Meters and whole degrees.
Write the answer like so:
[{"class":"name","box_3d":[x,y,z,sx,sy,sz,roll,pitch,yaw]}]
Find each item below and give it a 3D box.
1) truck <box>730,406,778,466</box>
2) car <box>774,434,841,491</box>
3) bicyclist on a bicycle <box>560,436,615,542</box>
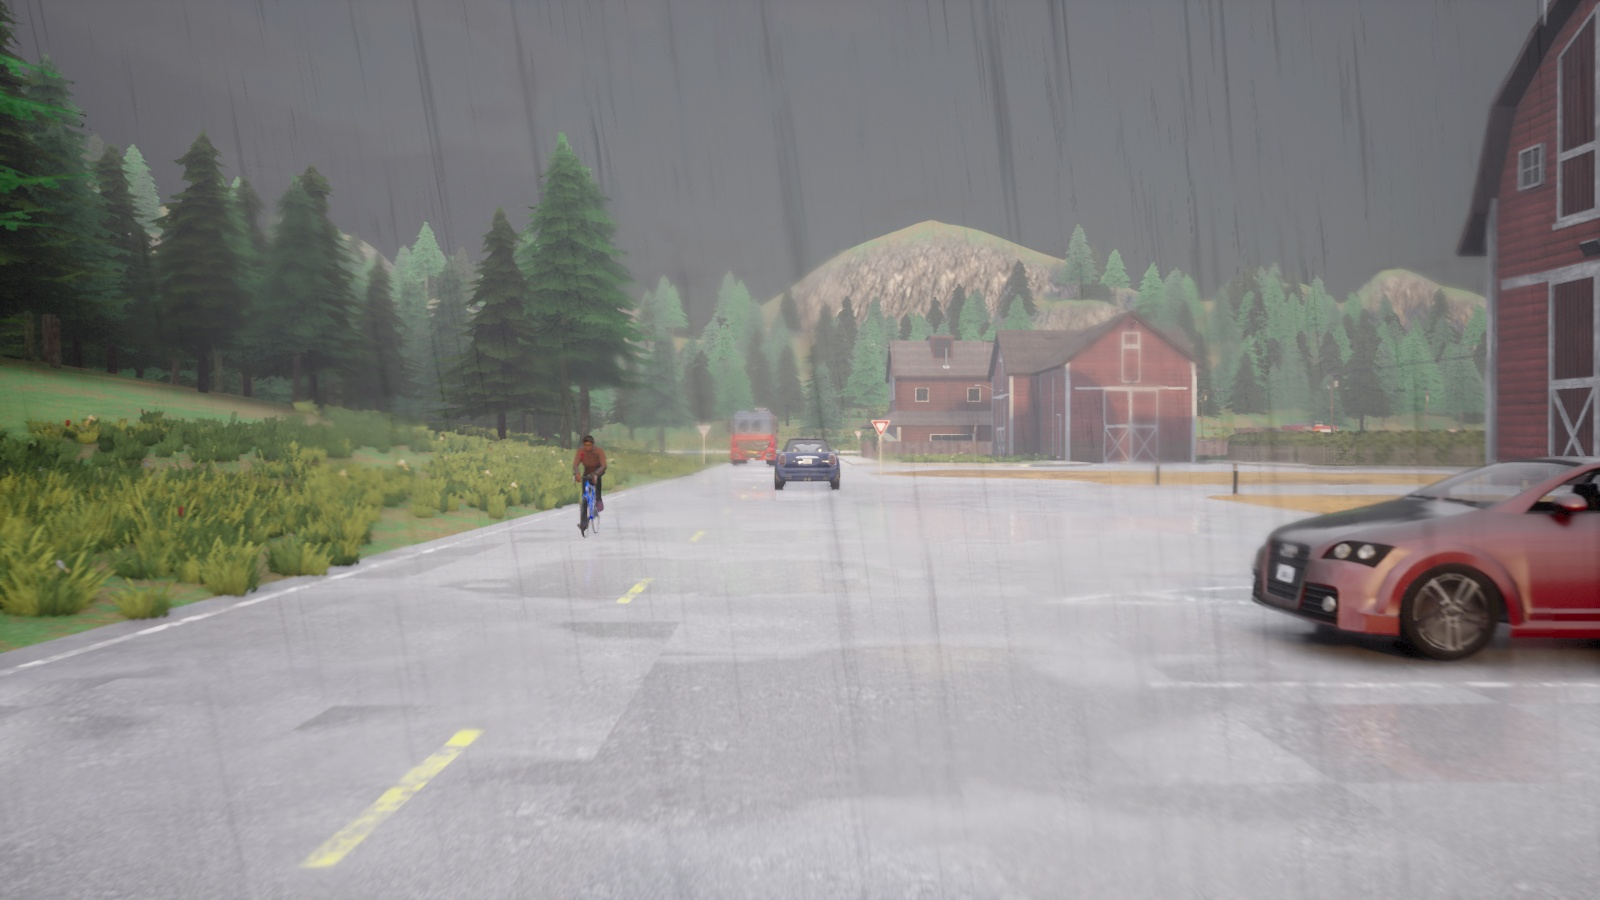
[{"class":"truck","box_3d":[-3.004,-0.896,84.292,2.891,3.827,8.468,0,0,0]},{"class":"car","box_3d":[0.248,0.372,41.240,2.097,1.767,4.553,0,0,1]},{"class":"bicyclist on a bicycle","box_3d":[-3.371,0.584,20.035,0.582,1.620,1.656,0,1,0]}]
